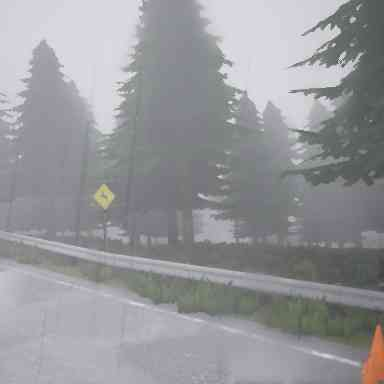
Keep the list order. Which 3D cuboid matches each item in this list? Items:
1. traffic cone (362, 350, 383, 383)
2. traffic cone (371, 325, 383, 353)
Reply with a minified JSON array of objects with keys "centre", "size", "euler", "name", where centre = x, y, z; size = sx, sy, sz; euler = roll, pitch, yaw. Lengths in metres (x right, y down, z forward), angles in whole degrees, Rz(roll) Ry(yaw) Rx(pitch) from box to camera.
[{"centre":[1.773,1.956,3.298],"size":[0.340,0.580,0.340],"euler":[0,0,34],"name":"traffic cone"},{"centre":[2.322,1.956,4.131],"size":[0.340,0.580,0.340],"euler":[0,0,34],"name":"traffic cone"}]
